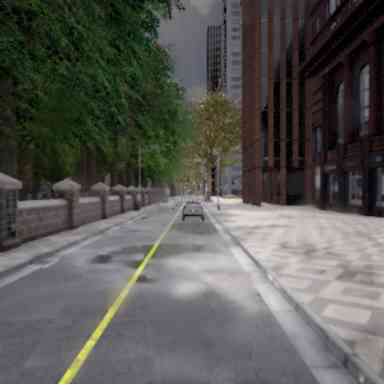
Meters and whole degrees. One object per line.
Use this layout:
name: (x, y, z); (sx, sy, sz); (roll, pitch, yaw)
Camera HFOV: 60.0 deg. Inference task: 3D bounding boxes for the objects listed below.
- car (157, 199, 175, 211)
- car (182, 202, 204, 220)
car: (-3.011, 1.544, 40.272); (1.812, 1.442, 4.674); (0, 0, 0)
car: (0.092, 1.560, 28.676); (2.033, 1.411, 5.357); (0, 0, 0)
